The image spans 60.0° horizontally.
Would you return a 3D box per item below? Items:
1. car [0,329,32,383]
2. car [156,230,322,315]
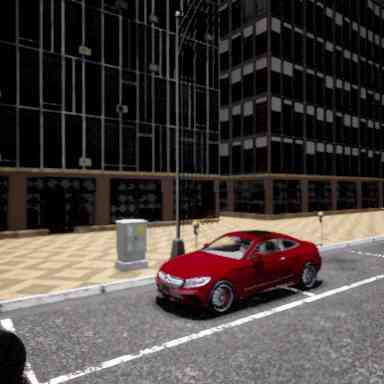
[{"bbox_3d":[-3.187,1.520,1.107,4.892,1.490,1.837,-1,0,-35],"label":"car"},{"bbox_3d":[1.219,1.542,7.425,4.206,1.307,1.802,-1,1,-35],"label":"car"}]
